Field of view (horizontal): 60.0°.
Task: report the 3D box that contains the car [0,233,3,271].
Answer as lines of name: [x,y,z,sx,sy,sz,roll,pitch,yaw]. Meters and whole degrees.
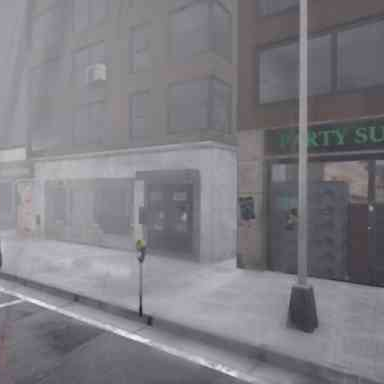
car: [-6.800,1.187,8.102,5.566,2.045,2.150,0,0,35]
